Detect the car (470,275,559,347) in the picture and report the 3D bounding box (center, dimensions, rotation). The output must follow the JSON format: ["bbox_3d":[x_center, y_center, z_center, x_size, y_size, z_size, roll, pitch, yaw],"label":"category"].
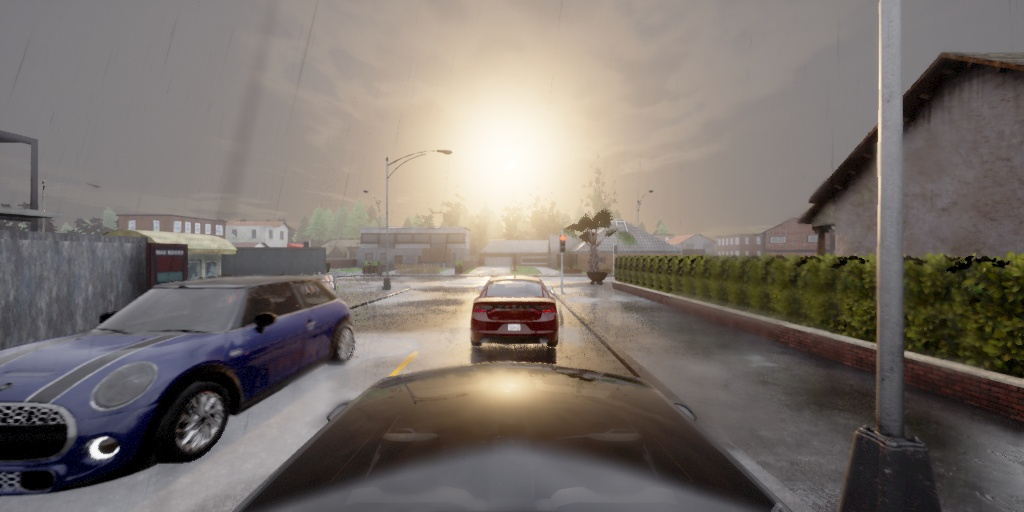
[{"bbox_3d":[0.081,1.227,9.402,1.882,1.535,5.008,0,0,1],"label":"car"}]

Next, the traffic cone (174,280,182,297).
[{"bbox_3d":[-15.765,1.556,17.208,0.344,0.586,0.344,0,0,0],"label":"traffic cone"}]

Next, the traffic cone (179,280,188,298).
[{"bbox_3d":[-15.197,1.559,16.845,0.344,0.586,0.344,0,0,0],"label":"traffic cone"}]

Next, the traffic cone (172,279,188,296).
[{"bbox_3d":[-16.800,1.580,18.213,0.344,0.586,0.344,0,0,0],"label":"traffic cone"}]

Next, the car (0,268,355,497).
[{"bbox_3d":[-4.069,1.101,4.940,2.097,1.767,4.553,0,0,0],"label":"car"}]

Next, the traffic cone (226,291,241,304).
[{"bbox_3d":[-9.617,1.596,12.249,0.344,0.586,0.344,0,0,0],"label":"traffic cone"}]
